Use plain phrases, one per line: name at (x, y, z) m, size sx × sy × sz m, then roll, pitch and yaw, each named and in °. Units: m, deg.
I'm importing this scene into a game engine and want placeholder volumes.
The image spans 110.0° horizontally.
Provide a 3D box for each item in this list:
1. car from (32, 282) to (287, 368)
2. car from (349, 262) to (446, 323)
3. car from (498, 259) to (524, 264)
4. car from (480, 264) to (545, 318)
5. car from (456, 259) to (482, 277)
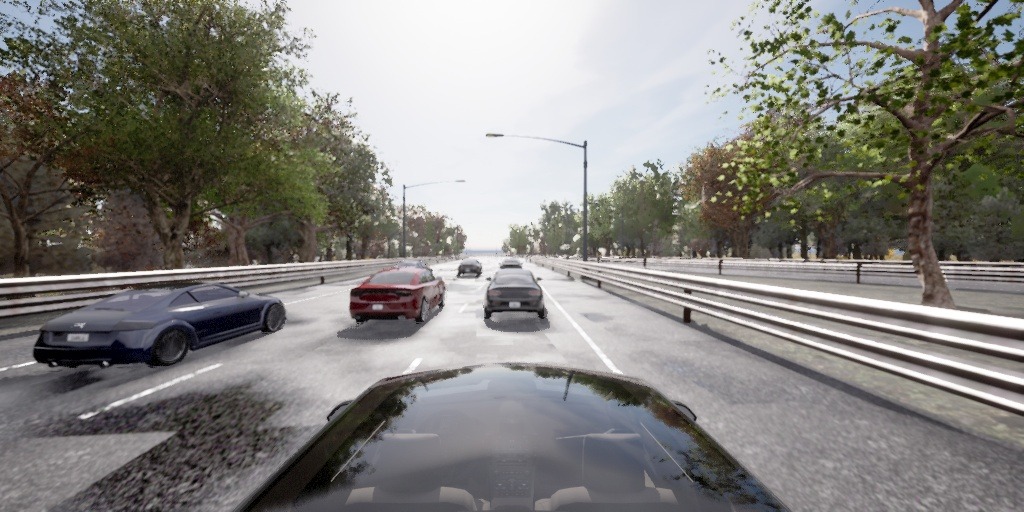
car at (-6.931, 1.250, 7.742) m, size 1.994 × 1.385 × 4.181 m, roll 0°, pitch 1°, yaw 0°
car at (-3.428, 1.122, 11.618) m, size 1.882 × 1.535 × 5.008 m, roll 0°, pitch 1°, yaw 0°
car at (-0.096, 0.966, 30.271) m, size 1.837 × 1.490 × 4.892 m, roll 0°, pitch 1°, yaw -1°
car at (0.072, 1.163, 12.296) m, size 1.812 × 1.442 × 4.674 m, roll 0°, pitch 1°, yaw 0°
car at (-3.609, 0.978, 31.216) m, size 1.812 × 1.442 × 4.674 m, roll 0°, pitch 1°, yaw -1°
